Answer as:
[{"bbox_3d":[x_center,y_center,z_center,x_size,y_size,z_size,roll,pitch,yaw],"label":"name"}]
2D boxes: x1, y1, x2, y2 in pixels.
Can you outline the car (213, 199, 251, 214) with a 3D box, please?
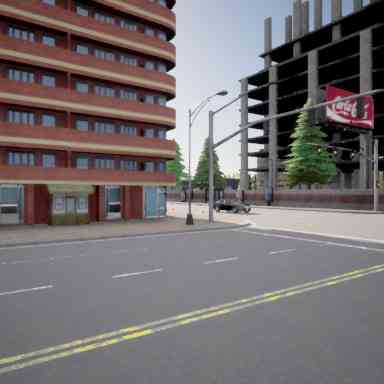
[{"bbox_3d":[4.230,1.491,35.918,2.128,1.511,4.902,0,0,-35],"label":"car"}]
